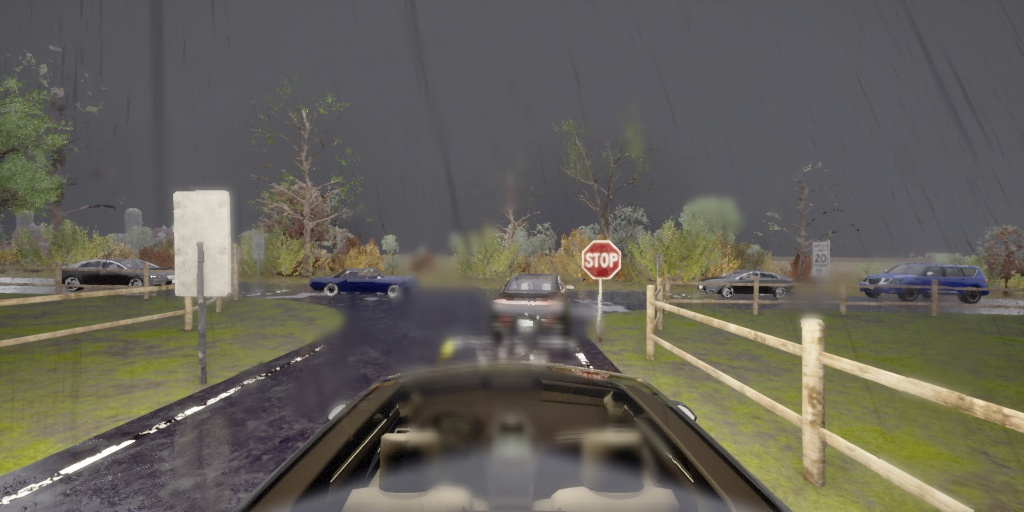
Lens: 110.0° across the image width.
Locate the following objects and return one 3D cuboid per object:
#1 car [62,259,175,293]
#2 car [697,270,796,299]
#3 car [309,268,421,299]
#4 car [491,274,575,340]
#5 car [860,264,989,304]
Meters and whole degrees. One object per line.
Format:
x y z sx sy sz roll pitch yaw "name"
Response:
-18.492 0.885 17.111 4.902 1.511 2.128 1 1 0 "car"
13.002 1.525 20.025 4.902 1.511 2.128 1 1 0 "car"
-6.824 1.248 17.095 4.718 1.301 1.895 1 1 0 "car"
0.705 1.240 10.065 2.128 1.511 4.902 0 0 9 "car"
22.897 1.466 20.015 5.566 2.045 2.150 1 1 0 "car"
